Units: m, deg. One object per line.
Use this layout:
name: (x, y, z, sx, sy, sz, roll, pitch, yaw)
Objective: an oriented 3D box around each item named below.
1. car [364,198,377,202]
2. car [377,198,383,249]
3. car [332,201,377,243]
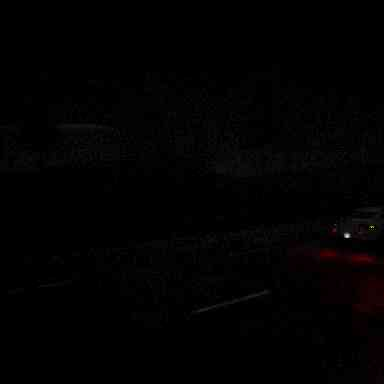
car: (12.302, 1.138, 21.231, 4.902, 1.511, 2.128, -1, 1, -35)
car: (7.679, 1.039, 9.225, 5.566, 2.045, 2.150, -1, 1, -36)
car: (7.501, 1.306, 13.402, 4.674, 1.442, 1.812, -1, 1, -36)
